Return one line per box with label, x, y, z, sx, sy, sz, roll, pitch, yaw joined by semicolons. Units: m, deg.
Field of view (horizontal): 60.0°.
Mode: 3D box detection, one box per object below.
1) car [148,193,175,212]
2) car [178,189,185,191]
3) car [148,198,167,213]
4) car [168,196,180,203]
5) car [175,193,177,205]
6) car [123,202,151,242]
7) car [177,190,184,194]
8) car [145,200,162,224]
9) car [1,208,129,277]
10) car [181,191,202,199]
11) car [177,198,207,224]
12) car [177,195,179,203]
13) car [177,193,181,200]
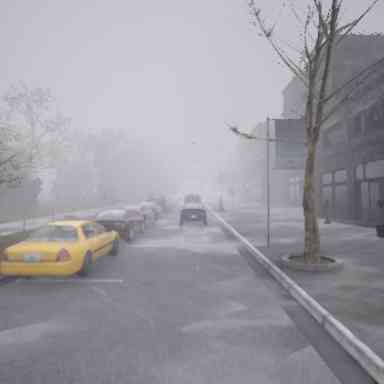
car;-3.653;1.255;36.793;2.435;2.045;5.566;0;0;2
car;-3.637;0.822;91.710;1.946;1.575;5.366;1;3;2
car;-3.653;1.525;27.839;2.097;1.535;5.008;0;0;2
car;-3.656;1.497;67.435;2.002;1.452;4.674;0;0;2
car;-3.656;1.384;44.446;2.185;1.767;4.553;0;0;2
car;-3.653;1.533;16.742;2.097;1.535;5.008;0;0;2
car;-3.633;1.098;80.691;2.185;1.767;4.553;2;2;2
car;-3.653;1.540;22.298;2.231;1.521;4.892;0;-1;2
car;-3.645;1.510;10.360;1.946;1.575;5.366;0;0;2
car;0.097;1.246;42.938;2.150;2.045;5.566;0;0;0
car;0.098;1.503;25.008;1.882;1.535;5.008;0;0;0
car;-3.666;1.559;50.051;2.163;1.488;4.792;-1;0;2
car;-3.648;1.478;61.298;1.946;1.575;5.366;0;1;2
